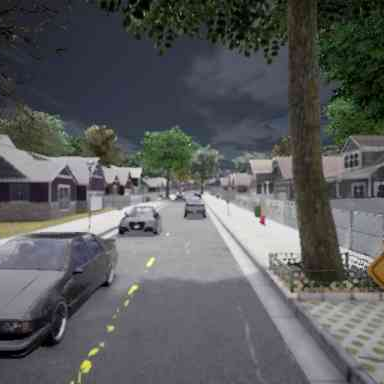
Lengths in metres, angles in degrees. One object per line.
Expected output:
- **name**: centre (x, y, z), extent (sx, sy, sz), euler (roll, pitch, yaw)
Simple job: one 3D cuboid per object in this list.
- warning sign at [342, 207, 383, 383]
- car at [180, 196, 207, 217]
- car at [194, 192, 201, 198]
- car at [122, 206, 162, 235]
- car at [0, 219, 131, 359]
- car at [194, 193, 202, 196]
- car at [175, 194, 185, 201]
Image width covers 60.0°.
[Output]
- **warning sign**: centre (2.525, 1.113, 3.608), extent (1.300, 1.860, 1.060), euler (0, 0, 0)
- **car**: centre (0.278, 1.371, 29.531), extent (2.128, 1.511, 4.902), euler (0, 1, 1)
- **car**: centre (1.529, 0.737, 93.611), extent (1.837, 1.490, 4.892), euler (0, 1, 0)
- **car**: centre (-2.724, 1.496, 18.258), extent (1.994, 1.385, 4.181), euler (0, 0, -1)
- **car**: centre (-2.812, 1.522, 6.552), extent (2.033, 1.411, 5.357), euler (0, 0, 0)
- **car**: centre (0.407, 1.281, 45.616), extent (1.812, 1.442, 4.674), euler (0, 1, 1)
- **car**: centre (-2.278, 1.115, 64.839), extent (1.994, 1.385, 4.181), euler (0, 1, 1)
